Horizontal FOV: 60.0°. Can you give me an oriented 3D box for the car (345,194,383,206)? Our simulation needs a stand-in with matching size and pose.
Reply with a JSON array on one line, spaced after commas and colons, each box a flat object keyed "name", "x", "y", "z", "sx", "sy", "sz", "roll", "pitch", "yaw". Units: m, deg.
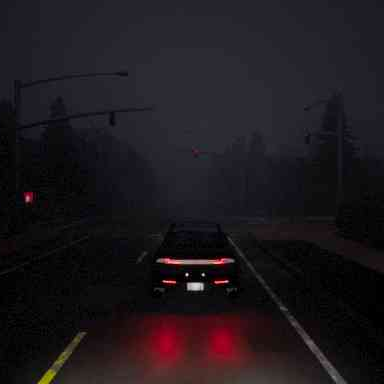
[{"name": "car", "x": 15.876, "y": 1.195, "z": 28.946, "sx": 5.566, "sy": 2.045, "sz": 2.150, "roll": 0, "pitch": 0, "yaw": -8}]

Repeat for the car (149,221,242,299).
[{"name": "car", "x": 0.082, "y": 1.489, "z": 8.423, "sx": 2.128, "sy": 1.511, "sz": 4.902, "roll": 0, "pitch": 0, "yaw": 0}]
